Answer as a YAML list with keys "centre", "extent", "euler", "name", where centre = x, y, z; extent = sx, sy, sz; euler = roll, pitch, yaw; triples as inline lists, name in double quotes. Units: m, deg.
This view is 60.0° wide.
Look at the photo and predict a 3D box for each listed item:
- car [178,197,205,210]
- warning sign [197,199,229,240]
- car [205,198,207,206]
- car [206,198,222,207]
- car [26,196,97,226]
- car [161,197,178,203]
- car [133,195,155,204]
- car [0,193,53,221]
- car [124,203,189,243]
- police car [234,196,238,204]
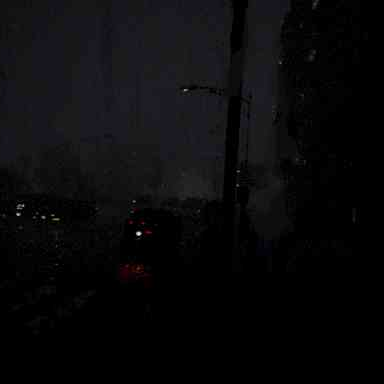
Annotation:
- centre: [0.034, 1.524, 43.448]
  extent: [1.882, 1.535, 5.008]
  euler: [3, 0, 11]
  name: "car"
- centre: [1.035, 1.291, 16.187]
  extent: [1.300, 1.860, 1.060]
  euler: [3, 0, 11]
  name: "warning sign"
- centre: [1.780, 1.614, 53.752]
  extent: [2.128, 1.511, 4.902]
  euler: [3, 0, 10]
  name: "car"
- centre: [3.499, 1.716, 44.375]
  extent: [1.882, 1.535, 5.008]
  euler: [3, 0, 10]
  name: "car"
- centre: [-7.712, 1.177, 20.734]
  extent: [1.837, 1.490, 4.892]
  euler: [3, 0, 11]
  name: "car"
- centre: [-2.811, 1.427, 46.406]
  extent: [2.033, 1.411, 5.357]
  euler: [3, 0, 10]
  name: "car"
- centre: [-6.420, 1.187, 44.758]
  extent: [1.837, 1.490, 4.892]
  euler: [3, 0, 11]
  name: "car"
- centre: [-10.753, 0.850, 22.051]
  extent: [2.097, 1.767, 4.553]
  euler: [3, 0, 11]
  name: "car"
- centre: [-1.768, 1.523, 16.486]
  extent: [1.837, 1.490, 4.892]
  euler: [3, 0, 12]
  name: "car"
- centre: [10.280, 1.984, 81.059]
  extent: [1.930, 1.638, 5.238]
  euler: [3, 0, 8]
  name: "police car"
